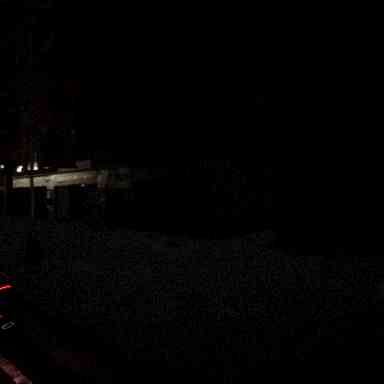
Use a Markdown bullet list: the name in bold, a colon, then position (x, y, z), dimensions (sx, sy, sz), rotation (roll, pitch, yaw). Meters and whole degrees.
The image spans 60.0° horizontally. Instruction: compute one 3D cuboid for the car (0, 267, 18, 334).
- **car**: position (-4.676, 1.534, 5.762), dimensions (4.892, 1.490, 1.837), rotation (0, 0, 43)
